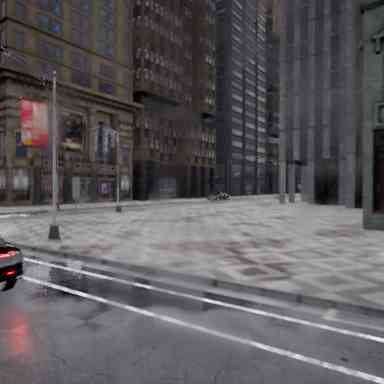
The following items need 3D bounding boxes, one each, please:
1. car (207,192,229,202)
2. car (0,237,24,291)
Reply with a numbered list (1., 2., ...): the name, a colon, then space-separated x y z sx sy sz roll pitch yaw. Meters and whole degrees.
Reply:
1. car: 4.298 0.809 54.428 1.837 1.490 4.892 0 1 36
2. car: -5.835 1.479 7.727 4.902 1.511 2.128 0 0 36
